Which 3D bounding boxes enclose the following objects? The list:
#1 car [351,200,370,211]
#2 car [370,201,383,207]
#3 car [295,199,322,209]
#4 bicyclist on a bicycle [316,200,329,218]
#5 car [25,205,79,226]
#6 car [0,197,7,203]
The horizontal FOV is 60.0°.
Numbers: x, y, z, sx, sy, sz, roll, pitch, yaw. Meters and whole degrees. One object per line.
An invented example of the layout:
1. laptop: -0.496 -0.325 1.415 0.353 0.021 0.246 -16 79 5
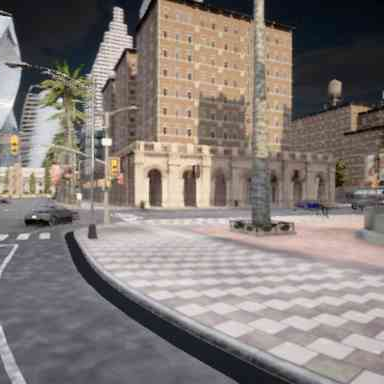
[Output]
1. car: 25.031 1.941 47.625 4.892 1.490 1.837 0 0 -24
2. car: 26.644 1.929 44.510 4.892 1.490 1.837 0 0 -24
3. car: 18.542 1.914 52.533 5.008 1.535 1.882 0 0 -24
4. bicyclist on a bicycle: 11.751 1.556 29.974 0.582 1.620 1.656 0 -1 -23
5. car: -10.170 1.676 24.489 1.994 1.385 4.181 0 0 15
6. car: -44.148 1.826 77.167 2.033 1.411 5.357 0 0 -23
